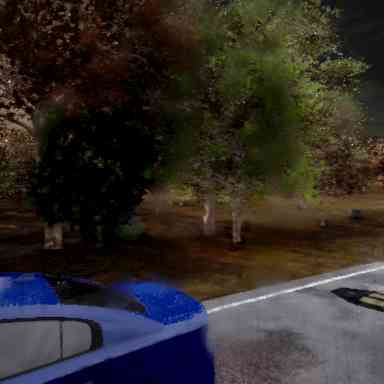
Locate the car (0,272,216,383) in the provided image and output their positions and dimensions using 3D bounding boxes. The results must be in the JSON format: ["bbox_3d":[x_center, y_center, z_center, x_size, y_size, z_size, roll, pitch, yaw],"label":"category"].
[{"bbox_3d":[-2.120,1.476,2.421,5.008,1.535,1.882,0,0,-35],"label":"car"}]
